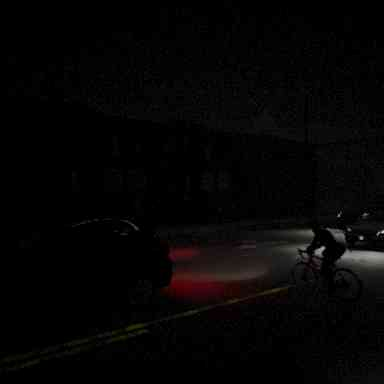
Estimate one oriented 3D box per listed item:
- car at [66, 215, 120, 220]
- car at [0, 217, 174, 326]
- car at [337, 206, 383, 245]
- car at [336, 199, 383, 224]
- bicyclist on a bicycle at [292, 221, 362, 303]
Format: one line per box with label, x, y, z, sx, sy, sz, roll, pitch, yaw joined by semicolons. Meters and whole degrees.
car;-3.324;1.504;10.235;4.892;1.490;1.837;0;0;-36
car;-2.730;1.478;6.344;5.008;1.535;1.882;0;0;-36
car;8.565;1.526;14.487;4.674;1.442;1.812;0;0;-36
car;10.908;1.351;20.456;4.553;1.767;2.097;0;0;-35
bicyclist on a bicycle;2.818;1.455;7.151;0.582;1.620;1.656;0;-2;-36
